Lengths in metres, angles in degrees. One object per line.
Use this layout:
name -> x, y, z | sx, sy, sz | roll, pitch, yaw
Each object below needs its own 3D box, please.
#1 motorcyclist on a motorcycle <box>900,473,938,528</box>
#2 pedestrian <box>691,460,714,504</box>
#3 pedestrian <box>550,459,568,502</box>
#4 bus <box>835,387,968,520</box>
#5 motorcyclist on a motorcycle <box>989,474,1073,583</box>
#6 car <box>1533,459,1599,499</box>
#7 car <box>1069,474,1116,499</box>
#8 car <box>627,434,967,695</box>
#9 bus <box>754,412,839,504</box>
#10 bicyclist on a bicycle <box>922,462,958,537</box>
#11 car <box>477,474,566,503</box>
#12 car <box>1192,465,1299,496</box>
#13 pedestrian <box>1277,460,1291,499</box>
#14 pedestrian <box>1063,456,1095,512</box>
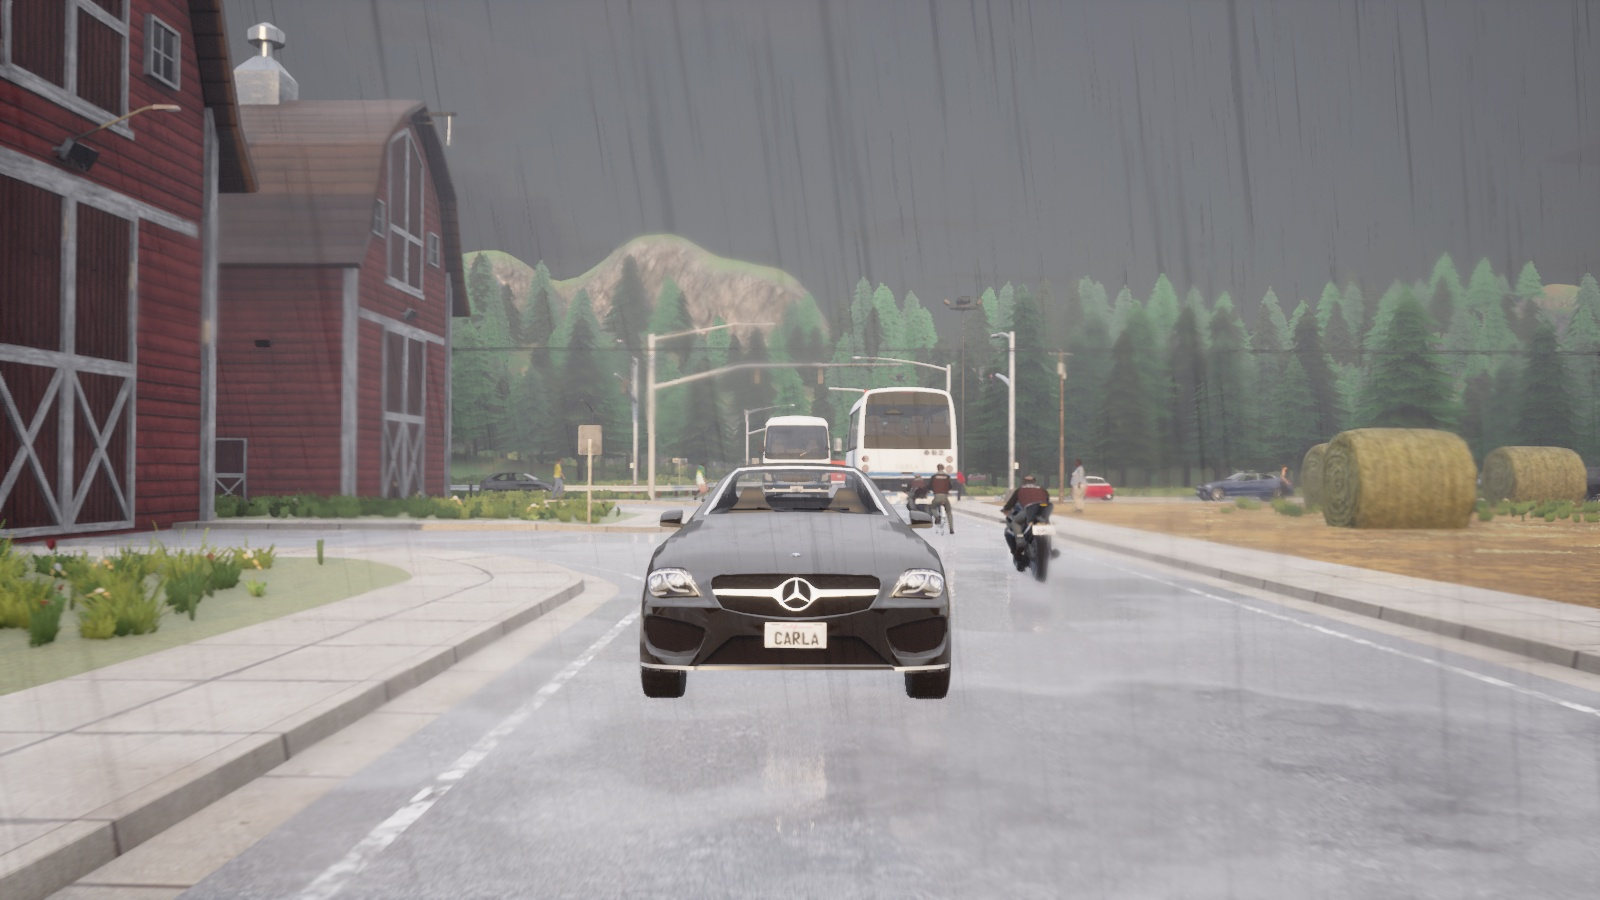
motorcyclist on a motorcycle -> 3.412, 1.442, 36.221 | 0.866, 1.530, 2.191 | 0, -1, 0
pedestrian -> -4.394, 1.432, 56.610 | 0.873, 1.952, 0.659 | 0, -1, -22
pedestrian -> -10.365, 1.300, 54.081 | 0.706, 1.836, 0.354 | 0, -1, -19
bus -> 3.385, 0.179, 45.257 | 3.944, 4.253, 10.273 | 0, -1, 0
motorcyclist on a motorcycle -> 3.454, 1.146, 19.004 | 0.866, 1.530, 2.191 | 0, -1, 0
car -> 41.119, 1.476, 64.564 | 5.566, 2.045, 2.150 | 0, -1, 1
car -> 15.917, 1.978, 68.452 | 2.207, 1.376, 1.481 | 0, -1, 1
car -> -0.027, 0.769, 10.495 | 2.152, 1.651, 5.027 | 0, -1, 0
bus -> -0.160, 0.513, 63.722 | 3.944, 4.253, 10.273 | 0, -2, 0
bicyclist on a bicycle -> 3.425, 1.187, 30.873 | 0.659, 1.776, 1.843 | 0, -1, 0
car -> -14.491, 2.008, 65.428 | 4.193, 1.474, 1.816 | 0, -1, 1
car -> 24.191, 1.667, 68.328 | 5.027, 1.651, 2.152 | 0, -1, 1
pedestrian -> 22.493, 1.364, 58.382 | 0.594, 1.836, 0.345 | -1, -1, 18
pedestrian -> 9.475, 1.146, 42.597 | 0.900, 1.855, 0.874 | -1, -1, 23
